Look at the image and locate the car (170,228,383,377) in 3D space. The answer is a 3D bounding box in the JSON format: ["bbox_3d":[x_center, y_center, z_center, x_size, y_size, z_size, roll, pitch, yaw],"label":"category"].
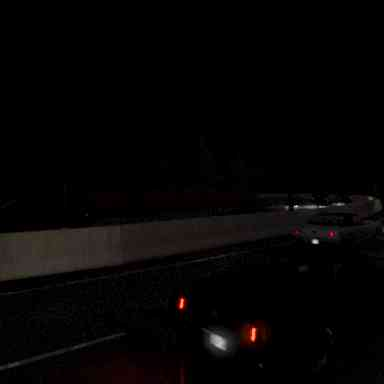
[{"bbox_3d":[2.063,1.572,5.550,4.718,1.301,1.895,-1,0,-39],"label":"car"}]

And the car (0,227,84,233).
[{"bbox_3d":[-7.749,1.240,15.854,5.566,2.045,2.150,-1,0,-38],"label":"car"}]

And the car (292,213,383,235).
[{"bbox_3d":[6.163,1.520,13.745,4.718,1.301,1.895,-1,0,-43],"label":"car"}]

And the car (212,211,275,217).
[{"bbox_3d":[3.240,1.470,20.880,5.357,1.411,2.033,-1,0,-45],"label":"car"}]
